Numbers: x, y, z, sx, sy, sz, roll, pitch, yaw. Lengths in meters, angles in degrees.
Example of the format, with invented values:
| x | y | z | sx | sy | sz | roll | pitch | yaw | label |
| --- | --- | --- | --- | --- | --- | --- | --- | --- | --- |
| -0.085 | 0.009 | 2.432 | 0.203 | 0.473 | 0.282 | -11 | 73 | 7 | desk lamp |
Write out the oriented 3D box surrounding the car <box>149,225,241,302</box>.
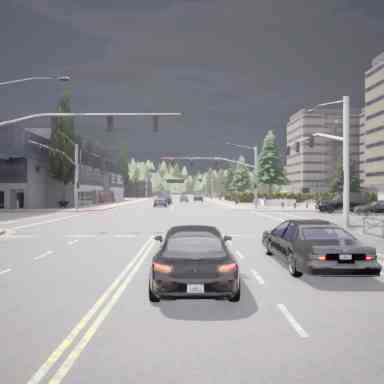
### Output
| x | y | z | sx | sy | sz | roll | pitch | yaw | label |
| --- | --- | --- | --- | --- | --- | --- | --- | --- | --- |
| 0.036 | 1.526 | 8.120 | 1.812 | 1.442 | 4.674 | 0 | 0 | -1 | car |

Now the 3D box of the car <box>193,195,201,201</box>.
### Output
| x | y | z | sx | sy | sz | roll | pitch | yaw | label |
| --- | --- | --- | --- | --- | --- | --- | --- | --- | --- |
| 1.307 | 1.500 | 88.747 | 1.837 | 1.490 | 4.892 | 0 | 0 | -1 | car |

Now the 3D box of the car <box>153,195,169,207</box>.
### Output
| x | y | z | sx | sy | sz | roll | pitch | yaw | label |
| --- | --- | --- | --- | --- | --- | --- | --- | --- | --- |
| -4.780 | 1.526 | 50.346 | 1.812 | 1.442 | 4.674 | 0 | 0 | -2 | car |

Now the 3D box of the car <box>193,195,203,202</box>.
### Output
| x | y | z | sx | sy | sz | roll | pitch | yaw | label |
| --- | --- | --- | --- | --- | --- | --- | --- | --- | --- |
| 1.569 | 1.478 | 78.609 | 1.882 | 1.535 | 5.008 | 0 | 0 | -1 | car |

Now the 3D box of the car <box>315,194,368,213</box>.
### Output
| x | y | z | sx | sy | sz | roll | pitch | yaw | label |
| --- | --- | --- | --- | --- | --- | --- | --- | --- | --- |
| 16.286 | 1.222 | 35.903 | 5.566 | 2.045 | 2.150 | 0 | 0 | -2 | car |

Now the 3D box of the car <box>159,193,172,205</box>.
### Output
| x | y | z | sx | sy | sz | roll | pitch | yaw | label |
| --- | --- | --- | --- | --- | --- | --- | --- | --- | --- |
| -5.017 | 1.221 | 59.772 | 2.150 | 2.045 | 5.566 | 0 | 0 | -1 | car |

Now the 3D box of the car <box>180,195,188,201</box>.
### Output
| x | y | z | sx | sy | sz | roll | pitch | yaw | label |
| --- | --- | --- | --- | --- | --- | --- | --- | --- | --- |
| -2.190 | 1.552 | 88.593 | 1.994 | 1.385 | 4.181 | 0 | 0 | -1 | car |

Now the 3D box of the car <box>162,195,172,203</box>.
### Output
| x | y | z | sx | sy | sz | roll | pitch | yaw | label |
| --- | --- | --- | --- | --- | --- | --- | --- | --- | --- |
| -5.216 | 1.500 | 70.132 | 1.837 | 1.490 | 4.892 | 0 | 0 | -1 | car |

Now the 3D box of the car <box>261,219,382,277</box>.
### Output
| x | y | z | sx | sy | sz | roll | pitch | yaw | label |
| --- | --- | --- | --- | --- | --- | --- | --- | --- | --- |
| 3.533 | 1.547 | 10.177 | 2.033 | 1.411 | 5.357 | 0 | 0 | 0 | car |

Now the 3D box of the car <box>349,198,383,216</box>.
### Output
| x | y | z | sx | sy | sz | roll | pitch | yaw | label |
| --- | --- | --- | --- | --- | --- | --- | --- | --- | --- |
| 18.222 | 1.526 | 32.435 | 4.674 | 1.442 | 1.812 | 0 | 0 | -2 | car |

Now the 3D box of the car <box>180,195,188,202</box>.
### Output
| x | y | z | sx | sy | sz | roll | pitch | yaw | label |
| --- | --- | --- | --- | --- | --- | --- | --- | --- | --- |
| -1.808 | 1.540 | 74.122 | 2.033 | 1.411 | 5.357 | 0 | 0 | -1 | car |
